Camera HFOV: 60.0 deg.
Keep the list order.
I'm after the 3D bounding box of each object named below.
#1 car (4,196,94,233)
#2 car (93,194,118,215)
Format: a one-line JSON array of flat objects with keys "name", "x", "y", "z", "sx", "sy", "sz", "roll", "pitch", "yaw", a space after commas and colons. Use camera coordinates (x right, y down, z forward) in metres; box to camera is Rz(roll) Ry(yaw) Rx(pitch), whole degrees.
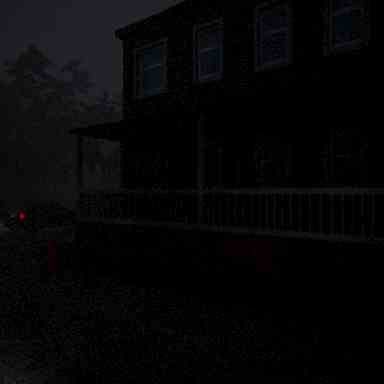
[{"name": "car", "x": -8.565, "y": 1.352, "z": 20.000, "sx": 2.097, "sy": 1.767, "sz": 4.553, "roll": 0, "pitch": 0, "yaw": 35}, {"name": "car", "x": -7.697, "y": 1.221, "z": 28.480, "sx": 2.150, "sy": 2.045, "sz": 5.566, "roll": 0, "pitch": 0, "yaw": 35}]
